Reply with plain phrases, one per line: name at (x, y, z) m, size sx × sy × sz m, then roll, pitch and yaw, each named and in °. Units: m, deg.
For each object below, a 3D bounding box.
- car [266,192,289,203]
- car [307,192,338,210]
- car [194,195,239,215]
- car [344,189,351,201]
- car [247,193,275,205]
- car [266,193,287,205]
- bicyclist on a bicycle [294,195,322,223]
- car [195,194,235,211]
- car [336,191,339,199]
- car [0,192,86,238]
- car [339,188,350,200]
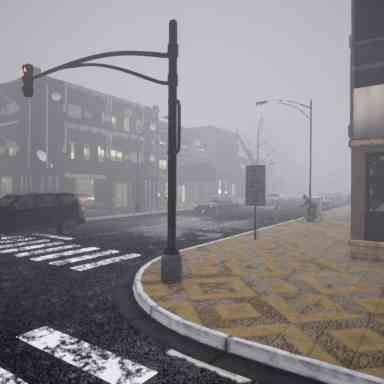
car at (12.126, 0.767, 47.226) m, size 1.802 × 1.307 × 4.206 m, roll 2°, pitch 2°, yaw 35°
car at (12.673, 0.993, 33.051) m, size 2.008 × 1.369 × 4.403 m, roll 2°, pitch 2°, yaw 35°
car at (2.132, 1.156, 28.200) m, size 1.895 × 1.301 × 4.718 m, roll 1°, pitch 1°, yaw 35°
car at (25.436, 0.619, 51.669) m, size 1.887 × 1.381 × 4.507 m, roll 2°, pitch 2°, yaw 35°
car at (8.886, 0.821, 42.604) m, size 1.887 × 1.381 × 4.507 m, roll 2°, pitch 2°, yaw 35°
car at (9.766, 0.862, 39.187) m, size 1.812 × 1.442 × 4.674 m, roll 1°, pitch 1°, yaw 35°
bicyclist on a bicycle at (6.797, 1.003, 19.582) m, size 1.656 × 1.620 × 0.582 m, roll 0°, pitch 1°, yaw 35°
car at (2.411, 1.011, 33.359) m, size 2.008 × 1.369 × 4.403 m, roll 2°, pitch 2°, yaw 35°
car at (18.555, 0.788, 46.299) m, size 1.895 × 1.301 × 4.718 m, roll 1°, pitch 1°, yaw 35°
car at (-7.561, 1.042, 14.998) m, size 2.150 × 2.045 × 5.566 m, roll 1°, pitch 2°, yaw 41°
car at (24.237, 0.572, 54.535) m, size 2.033 × 1.411 × 5.357 m, roll 1°, pitch 1°, yaw 36°
